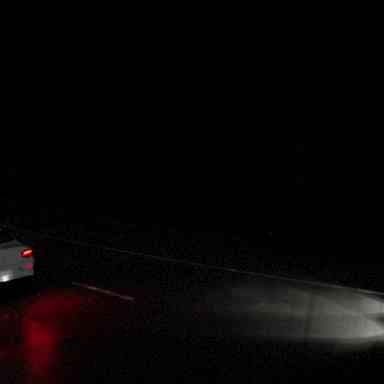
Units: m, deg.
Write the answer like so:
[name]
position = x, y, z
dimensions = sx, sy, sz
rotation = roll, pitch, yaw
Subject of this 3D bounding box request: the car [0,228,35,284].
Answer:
[car]
position = -5.613, 1.430, 7.997
dimensions = 4.674, 1.442, 1.812
rotation = 2, 1, 35
